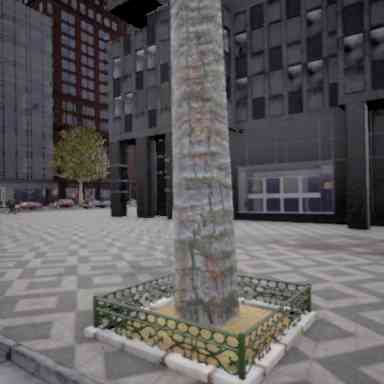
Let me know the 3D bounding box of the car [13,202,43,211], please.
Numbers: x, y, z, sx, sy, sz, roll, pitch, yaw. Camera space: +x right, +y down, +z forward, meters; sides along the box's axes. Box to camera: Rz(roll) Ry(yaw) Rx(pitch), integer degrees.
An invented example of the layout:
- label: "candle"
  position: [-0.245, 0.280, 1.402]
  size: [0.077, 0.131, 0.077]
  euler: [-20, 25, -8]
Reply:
- label: "car"
  position: [-24.381, 2.103, 49.456]
  size: [1.802, 1.307, 4.206]
  euler: [-1, -1, 35]

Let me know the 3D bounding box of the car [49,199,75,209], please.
- label: "car"
  position: [-21.182, 1.946, 54.099]
  size: [1.967, 1.590, 4.097]
  euler: [-1, -1, 35]

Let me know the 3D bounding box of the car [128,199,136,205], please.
- label: "car"
  position: [-11.572, 2.038, 68.025]
  size: [1.947, 1.339, 4.313]
  euler: [-1, -1, 35]

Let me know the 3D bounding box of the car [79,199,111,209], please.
- label: "car"
  position: [-14.167, 1.888, 49.254]
  size: [1.947, 1.339, 4.313]
  euler: [-1, -1, 35]

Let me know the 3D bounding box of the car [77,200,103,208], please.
- label: "car"
  position: [-17.977, 2.075, 58.740]
  size: [1.802, 1.307, 4.206]
  euler: [-1, -1, 35]

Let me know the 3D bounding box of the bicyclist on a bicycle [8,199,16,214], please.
- label: "bicyclist on a bicycle"
  position: [-19.616, 1.598, 36.147]
  size: [1.656, 1.620, 0.582]
  euler: [-2, -1, 35]
